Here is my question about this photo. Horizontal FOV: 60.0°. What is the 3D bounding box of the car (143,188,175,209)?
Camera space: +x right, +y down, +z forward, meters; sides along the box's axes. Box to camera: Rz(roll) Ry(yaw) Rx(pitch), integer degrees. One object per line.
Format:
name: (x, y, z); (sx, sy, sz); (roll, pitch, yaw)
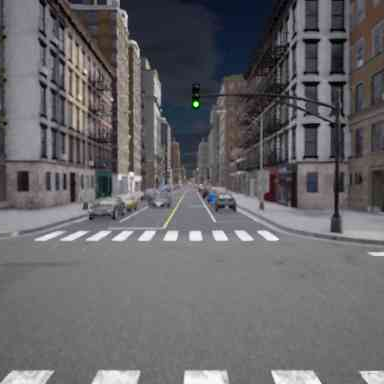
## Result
car: (-2.806, 0.721, 30.369); (2.128, 1.511, 4.902); (0, 3, 0)

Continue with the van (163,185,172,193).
van: (-5.594, -0.702, 75.672); (1.690, 1.788, 3.998); (0, 2, 0)

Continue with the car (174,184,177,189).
car: (-5.628, -0.785, 86.486); (2.008, 1.369, 4.403); (0, 2, 0)

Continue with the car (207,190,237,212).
car: (2.593, 0.810, 27.058); (2.008, 1.369, 4.403); (0, 2, 0)

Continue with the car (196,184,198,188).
car: (2.487, -0.657, 81.101); (1.887, 1.381, 4.507); (0, 2, 0)

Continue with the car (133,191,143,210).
car: (-5.441, 0.801, 26.869); (1.752, 1.417, 4.829); (0, 2, 0)

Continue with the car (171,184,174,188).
car: (-5.577, -0.582, 70.267); (2.192, 1.841, 5.009); (0, 2, 0)

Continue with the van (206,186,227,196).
van: (2.582, 0.454, 32.457); (1.690, 1.788, 3.998); (0, 2, 0)

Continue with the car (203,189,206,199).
car: (2.572, 0.549, 37.868); (1.802, 1.307, 4.206); (0, 2, 0)

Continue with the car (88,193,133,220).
car: (-5.425, 0.969, 21.636); (2.008, 1.369, 4.403); (0, 2, 0)

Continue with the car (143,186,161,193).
car: (-5.493, 0.273, 43.250); (1.967, 1.590, 4.097); (0, 2, 0)

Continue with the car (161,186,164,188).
car: (-5.509, 0.217, 48.486); (1.752, 1.417, 4.829); (0, 2, 0)

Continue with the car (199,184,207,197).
car: (2.550, -0.010, 48.669); (2.192, 1.841, 5.009); (0, 2, 0)

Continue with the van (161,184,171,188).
van: (-5.560, -0.410, 64.863); (1.690, 1.788, 3.998); (0, 2, 0)
